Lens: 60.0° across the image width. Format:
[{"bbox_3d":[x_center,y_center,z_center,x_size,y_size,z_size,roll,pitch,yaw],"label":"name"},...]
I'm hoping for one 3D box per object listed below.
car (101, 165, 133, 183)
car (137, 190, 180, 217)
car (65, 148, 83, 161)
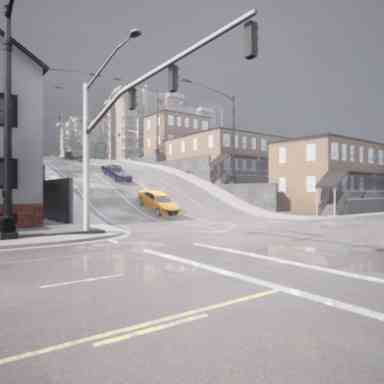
[{"bbox_3d":[-8.008,-2.056,35.339,1.895,1.301,4.718,0,17,-36],"label":"car"},{"bbox_3d":[-2.877,0.805,28.438,1.882,1.535,5.008,0,16,-37],"label":"car"},{"bbox_3d":[-16.481,-5.357,47.162,2.097,1.767,4.553,0,8,-35],"label":"car"}]
